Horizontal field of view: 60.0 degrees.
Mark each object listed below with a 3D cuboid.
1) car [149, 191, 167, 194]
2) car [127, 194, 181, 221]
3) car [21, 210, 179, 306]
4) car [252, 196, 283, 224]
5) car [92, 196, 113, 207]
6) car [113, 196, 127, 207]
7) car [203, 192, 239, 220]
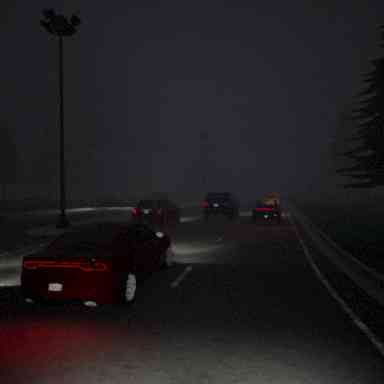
[{"bbox_3d":[-4.798,0.953,45.358,2.150,2.045,5.566,0,0,14],"label":"car"},{"bbox_3d":[-2.244,1.217,22.111,2.097,1.767,4.553,-1,0,14],"label":"car"},{"bbox_3d":[-1.869,1.438,8.079,1.882,1.535,5.008,-1,0,11],"label":"car"},{"bbox_3d":[5.176,1.272,22.978,2.128,1.511,4.902,-1,0,14],"label":"car"},{"bbox_3d":[-11.921,1.290,45.795,2.128,1.511,4.902,0,0,15],"label":"car"},{"bbox_3d":[-8.442,1.290,45.259,1.812,1.442,4.674,0,0,15],"label":"car"},{"bbox_3d":[2.354,1.009,26.137,2.150,2.045,5.566,-1,0,14],"label":"car"}]
